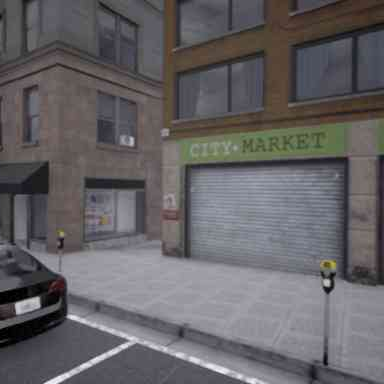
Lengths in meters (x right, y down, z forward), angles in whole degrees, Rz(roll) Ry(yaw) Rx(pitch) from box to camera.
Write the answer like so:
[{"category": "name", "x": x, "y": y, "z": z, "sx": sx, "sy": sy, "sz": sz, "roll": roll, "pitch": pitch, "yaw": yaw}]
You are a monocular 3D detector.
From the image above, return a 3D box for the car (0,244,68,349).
[{"category": "car", "x": -3.925, "y": 1.592, "z": 5.745, "sx": 4.313, "sy": 1.339, "sz": 1.947, "roll": 0, "pitch": 1, "yaw": 35}]
